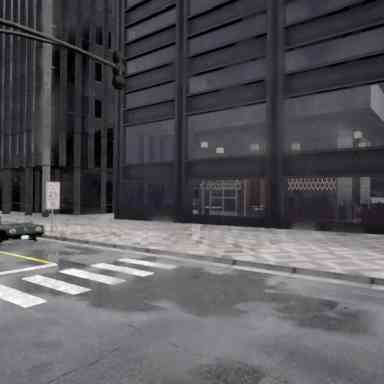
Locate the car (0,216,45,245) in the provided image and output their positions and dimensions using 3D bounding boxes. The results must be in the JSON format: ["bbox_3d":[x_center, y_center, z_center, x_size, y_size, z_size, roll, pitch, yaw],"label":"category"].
[{"bbox_3d":[-9.586,1.853,16.988,4.718,1.301,1.895,-1,-1,38],"label":"car"}]
